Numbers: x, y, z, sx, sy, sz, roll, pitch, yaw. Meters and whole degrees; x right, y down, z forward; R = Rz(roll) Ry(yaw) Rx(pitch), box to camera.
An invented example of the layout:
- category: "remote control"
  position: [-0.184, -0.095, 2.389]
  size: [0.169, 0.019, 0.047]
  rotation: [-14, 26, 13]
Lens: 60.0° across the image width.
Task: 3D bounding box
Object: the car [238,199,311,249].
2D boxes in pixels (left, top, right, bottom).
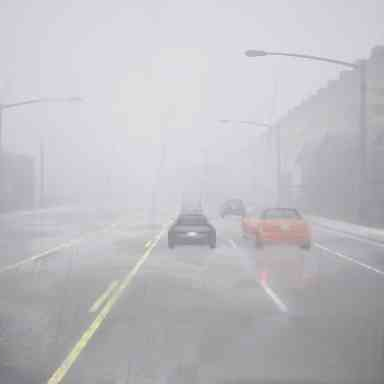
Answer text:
- category: "car"
  position: [3.500, 1.363, 14.620]
  size: [2.097, 1.767, 4.553]
  rotation: [0, 0, 0]

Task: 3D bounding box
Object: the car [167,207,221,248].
- category: "car"
  position: [0.000, 1.570, 14.650]
  size: [1.994, 1.385, 4.181]
  rotation: [0, 0, 0]

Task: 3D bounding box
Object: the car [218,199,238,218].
- category: "car"
  position: [3.500, 1.364, 29.620]
  size: [2.097, 1.767, 4.553]
  rotation: [0, 0, 0]

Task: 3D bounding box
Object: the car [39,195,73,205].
- category: "car"
  position: [-24.350, 1.600, 58.619]
  size: [5.357, 1.411, 2.033]
  rotation: [0, 0, 22]

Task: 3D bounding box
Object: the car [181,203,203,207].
- category: "car"
  position: [0.000, 1.614, 29.680]
  size: [1.895, 1.301, 4.718]
  rotation: [0, 0, 0]

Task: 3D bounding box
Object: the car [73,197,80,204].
- category: "car"
  position: [-23.082, 1.402, 61.881]
  size: [4.553, 1.767, 2.097]
  rotation: [0, 0, 22]
